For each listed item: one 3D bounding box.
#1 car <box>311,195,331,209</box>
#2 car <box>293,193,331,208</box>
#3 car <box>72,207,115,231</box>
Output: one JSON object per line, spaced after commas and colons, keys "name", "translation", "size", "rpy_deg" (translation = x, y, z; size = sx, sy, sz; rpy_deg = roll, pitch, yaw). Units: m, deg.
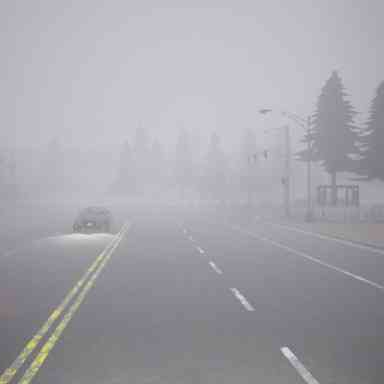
{"name": "car", "translation": [18.471, 1.449, 43.097], "size": [4.892, 1.490, 1.837], "rpy_deg": [0, 0, -6]}
{"name": "car", "translation": [17.085, 1.166, 46.472], "size": [5.566, 2.045, 2.150], "rpy_deg": [0, 0, -7]}
{"name": "car", "translation": [-5.873, 1.601, 20.251], "size": [1.994, 1.385, 4.181], "rpy_deg": [0, 0, -7]}
